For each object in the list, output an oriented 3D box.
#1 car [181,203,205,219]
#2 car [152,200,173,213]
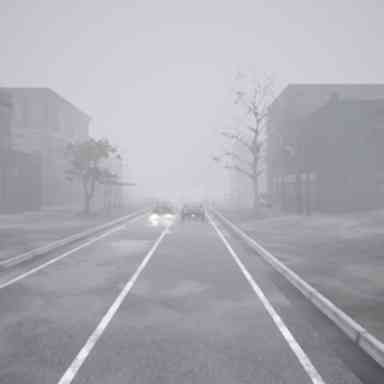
[{"bbox_3d":[0.085,1.559,28.475,1.895,1.301,4.718,0,0,0],"label":"car"},{"bbox_3d":[-3.112,1.547,35.775,1.895,1.301,4.718,0,0,0],"label":"car"}]
